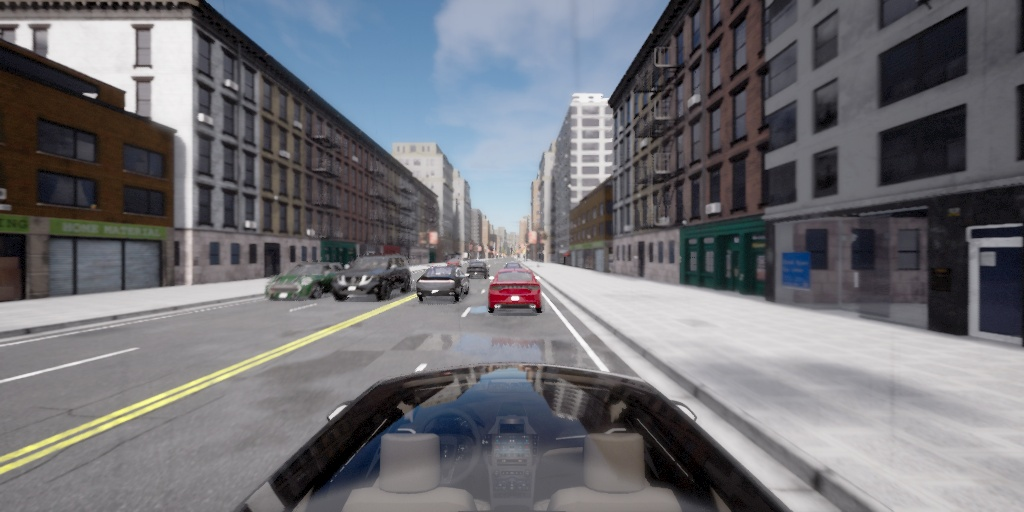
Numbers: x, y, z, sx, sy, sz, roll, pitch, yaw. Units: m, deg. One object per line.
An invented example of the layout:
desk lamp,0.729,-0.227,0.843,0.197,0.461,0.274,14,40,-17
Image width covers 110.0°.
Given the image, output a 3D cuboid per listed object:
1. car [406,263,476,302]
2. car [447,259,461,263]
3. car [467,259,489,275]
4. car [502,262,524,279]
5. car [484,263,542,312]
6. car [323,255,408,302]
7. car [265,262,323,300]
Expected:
car,-3.149,1.247,17.047,2.128,1.511,4.902,0,0,0
car,-9.777,1.273,60.186,1.882,1.535,5.008,0,0,1
car,-3.143,1.274,33.764,1.837,1.490,4.892,0,0,0
car,0.109,1.334,34.302,1.994,1.385,4.181,0,0,0
car,0.104,1.232,14.217,1.882,1.535,5.008,0,0,0
car,-6.597,0.978,17.544,2.150,2.045,5.566,0,0,0
car,-9.845,1.109,17.681,2.097,1.767,4.553,0,0,0
